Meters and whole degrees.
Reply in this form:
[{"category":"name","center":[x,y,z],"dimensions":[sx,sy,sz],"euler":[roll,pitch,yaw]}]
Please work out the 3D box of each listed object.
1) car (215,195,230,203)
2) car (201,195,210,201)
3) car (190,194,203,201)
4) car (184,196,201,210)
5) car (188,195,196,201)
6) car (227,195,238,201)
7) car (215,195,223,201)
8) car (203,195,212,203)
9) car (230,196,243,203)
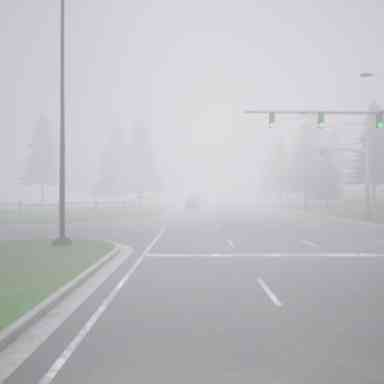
[{"category":"car","center":[6.986,1.745,76.709],"dimensions":[1.812,1.442,4.674],"euler":[0,0,0]},{"category":"car","center":[3.485,1.615,86.712],"dimensions":[2.128,1.511,4.902],"euler":[0,0,0]},{"category":"car","center":[0.403,1.403,60.548],"dimensions":[2.150,2.045,5.566],"euler":[0,0,0]},{"category":"car","center":[-0.023,1.652,45.675],"dimensions":[1.837,1.490,4.892],"euler":[-1,-1,0]},{"category":"car","center":[-0.015,1.615,86.711],"dimensions":[2.128,1.511,4.902],"euler":[0,0,0]},{"category":"car","center":[10.485,1.630,86.713],"dimensions":[2.033,1.411,5.357],"euler":[0,0,0]},{"category":"car","center":[6.985,1.568,86.713],"dimensions":[1.882,1.535,5.008],"euler":[0,0,0]},{"category":"car","center":[3.486,1.773,76.708],"dimensions":[1.994,1.385,4.181],"euler":[0,0,0]},{"category":"car","center":[10.486,1.745,76.710],"dimensions":[1.812,1.442,4.674],"euler":[0,0,0]}]
